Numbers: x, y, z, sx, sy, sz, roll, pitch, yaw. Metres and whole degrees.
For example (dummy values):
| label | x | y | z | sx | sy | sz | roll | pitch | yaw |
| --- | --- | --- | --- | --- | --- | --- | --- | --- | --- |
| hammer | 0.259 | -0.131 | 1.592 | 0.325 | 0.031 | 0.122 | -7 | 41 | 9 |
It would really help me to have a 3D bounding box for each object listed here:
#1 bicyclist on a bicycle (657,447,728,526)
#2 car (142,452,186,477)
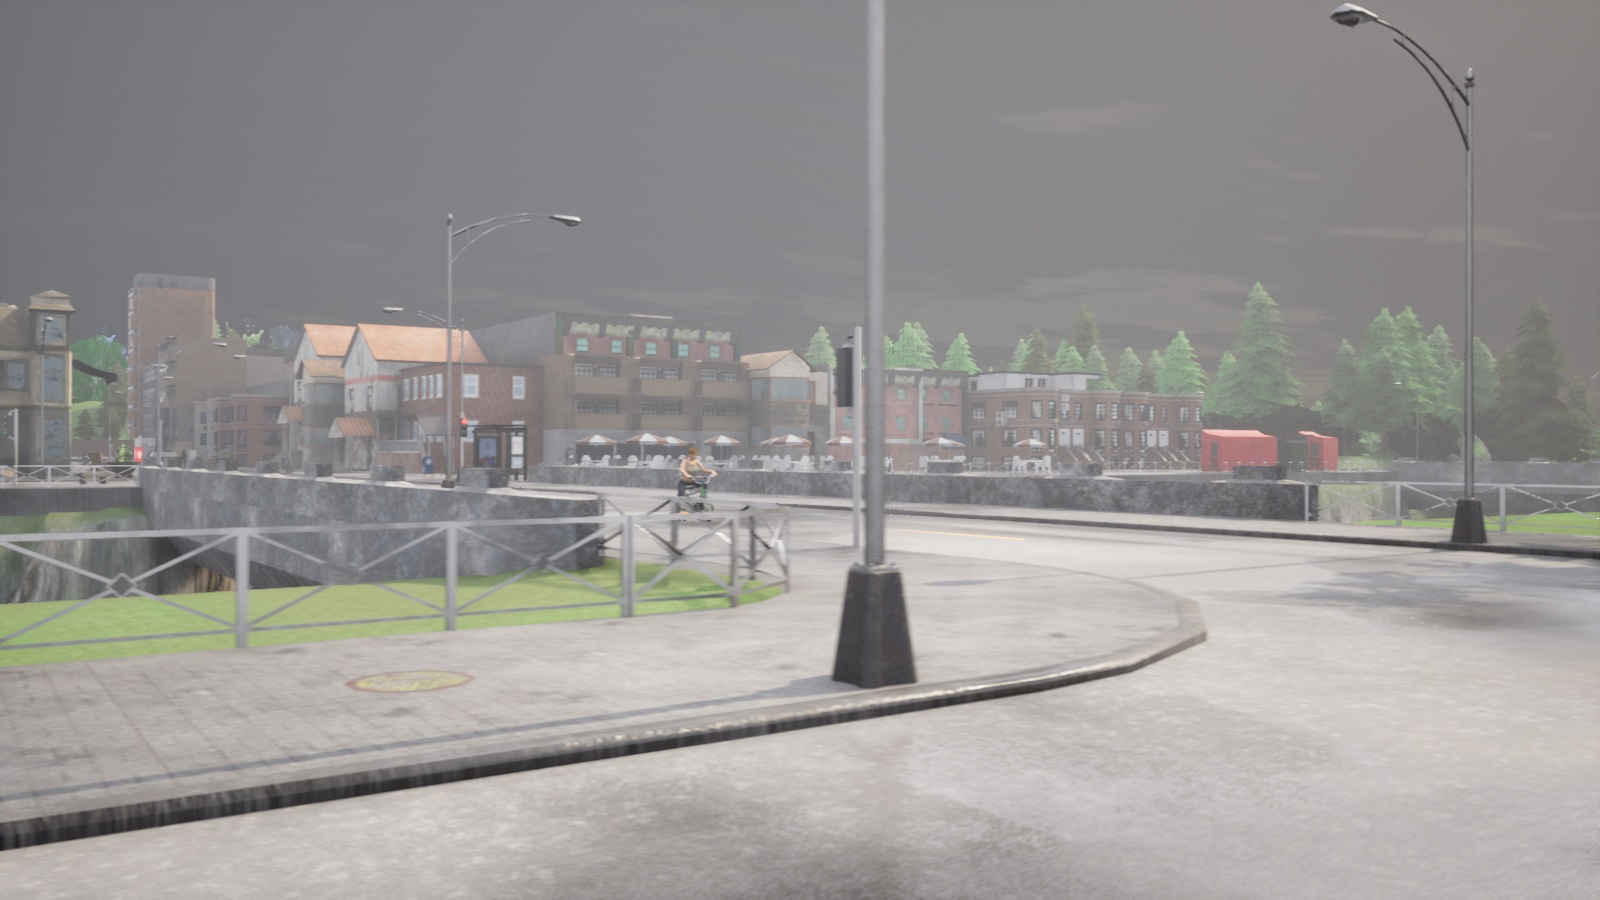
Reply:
| label | x | y | z | sx | sy | sz | roll | pitch | yaw |
| --- | --- | --- | --- | --- | --- | --- | --- | --- | --- |
| bicyclist on a bicycle | -2.291 | 0.752 | 26.729 | 0.866 | 1.612 | 1.509 | 0 | 0 | -35 |
| car | -43.619 | 0.978 | 86.029 | 2.033 | 1.649 | 4.856 | 0 | 0 | -35 |
